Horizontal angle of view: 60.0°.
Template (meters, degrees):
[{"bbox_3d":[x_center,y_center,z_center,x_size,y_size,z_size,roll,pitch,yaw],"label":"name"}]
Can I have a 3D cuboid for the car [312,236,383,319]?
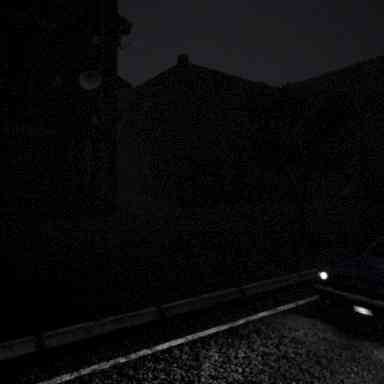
[{"bbox_3d":[4.484,1.533,6.561,4.718,1.301,1.895,-1,1,-36],"label":"car"}]
